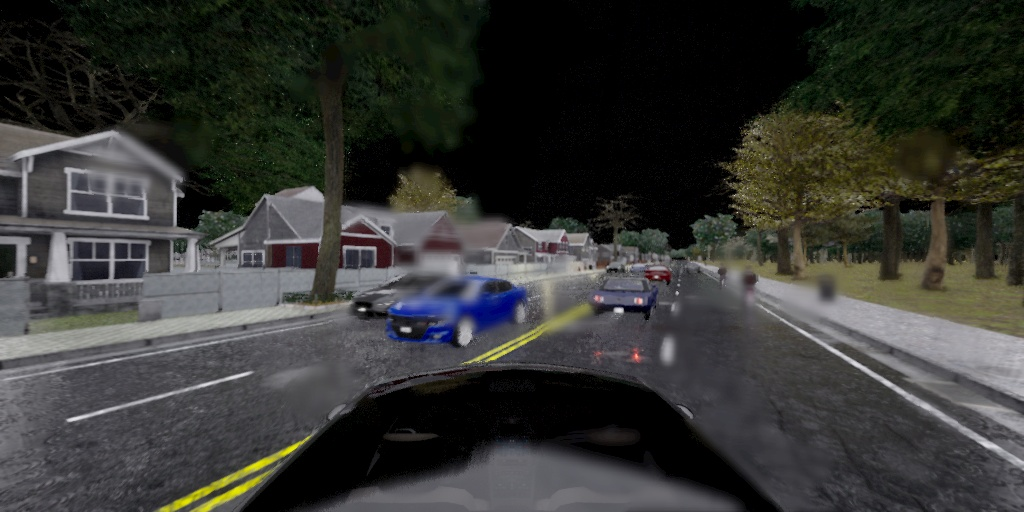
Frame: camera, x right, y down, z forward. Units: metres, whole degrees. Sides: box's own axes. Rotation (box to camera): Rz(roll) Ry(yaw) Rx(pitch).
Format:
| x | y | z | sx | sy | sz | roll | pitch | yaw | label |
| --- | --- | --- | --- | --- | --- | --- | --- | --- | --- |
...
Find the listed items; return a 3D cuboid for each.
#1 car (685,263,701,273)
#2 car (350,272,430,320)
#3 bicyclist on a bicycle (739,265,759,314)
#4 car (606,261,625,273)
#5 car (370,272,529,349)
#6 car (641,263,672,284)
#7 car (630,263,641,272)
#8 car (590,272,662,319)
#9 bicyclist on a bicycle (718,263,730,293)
| x | y | z | sx | sy | sz | roll | pitch | yaw | label |
| --- | --- | --- | --- | --- | --- | --- | --- | --- | --- |
| 27.781 | 1.748 | 55.072 | 2.128 | 1.511 | 4.902 | 0 | -1 | 25 | car |
| -3.377 | 1.356 | 12.763 | 1.837 | 1.490 | 4.892 | 0 | -1 | 25 | car |
| 8.808 | 1.227 | 13.356 | 0.659 | 1.776 | 1.843 | 0 | 0 | 25 | bicyclist on a bicycle |
| 14.689 | 1.565 | 50.695 | 2.097 | 1.767 | 4.553 | 0 | -1 | 26 | car |
| -1.176 | 1.302 | 9.824 | 1.882 | 1.535 | 5.008 | 0 | -1 | 25 | car |
| 12.221 | 1.491 | 29.936 | 1.882 | 1.535 | 5.008 | 0 | -1 | 25 | car |
| 16.997 | 1.713 | 47.988 | 1.812 | 1.442 | 4.674 | 0 | -1 | 26 | car |
| 4.363 | 1.458 | 13.428 | 1.895 | 1.301 | 4.718 | 0 | -1 | 25 | car |
| 12.677 | 1.303 | 21.484 | 0.659 | 1.776 | 1.843 | 0 | 0 | 25 | bicyclist on a bicycle |
